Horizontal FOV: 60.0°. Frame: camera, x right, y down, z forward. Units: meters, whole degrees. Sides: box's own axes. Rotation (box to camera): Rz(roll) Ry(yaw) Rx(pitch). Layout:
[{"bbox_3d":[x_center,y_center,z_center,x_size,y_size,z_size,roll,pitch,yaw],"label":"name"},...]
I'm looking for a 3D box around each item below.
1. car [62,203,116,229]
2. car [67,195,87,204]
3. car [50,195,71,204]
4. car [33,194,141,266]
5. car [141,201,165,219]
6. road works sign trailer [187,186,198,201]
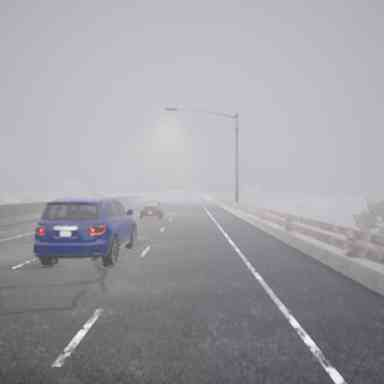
[{"bbox_3d":[-6.898,1.529,22.954,2.033,1.411,5.357,0,0,0],"label":"car"},{"bbox_3d":[-21.005,1.409,60.984,1.882,1.535,5.008,0,0,0],"label":"car"},{"bbox_3d":[-24.496,1.406,62.199,1.882,1.535,5.008,0,0,0],"label":"car"},{"bbox_3d":[-3.399,1.213,11.623,2.150,2.045,5.566,0,0,0],"label":"car"},{"bbox_3d":[-3.396,1.501,29.151,1.812,1.442,4.674,0,0,0],"label":"car"},{"bbox_3d":[0.009,0.359,79.449,2.380,3.560,2.880,0,0,0],"label":"road works sign trailer"}]
